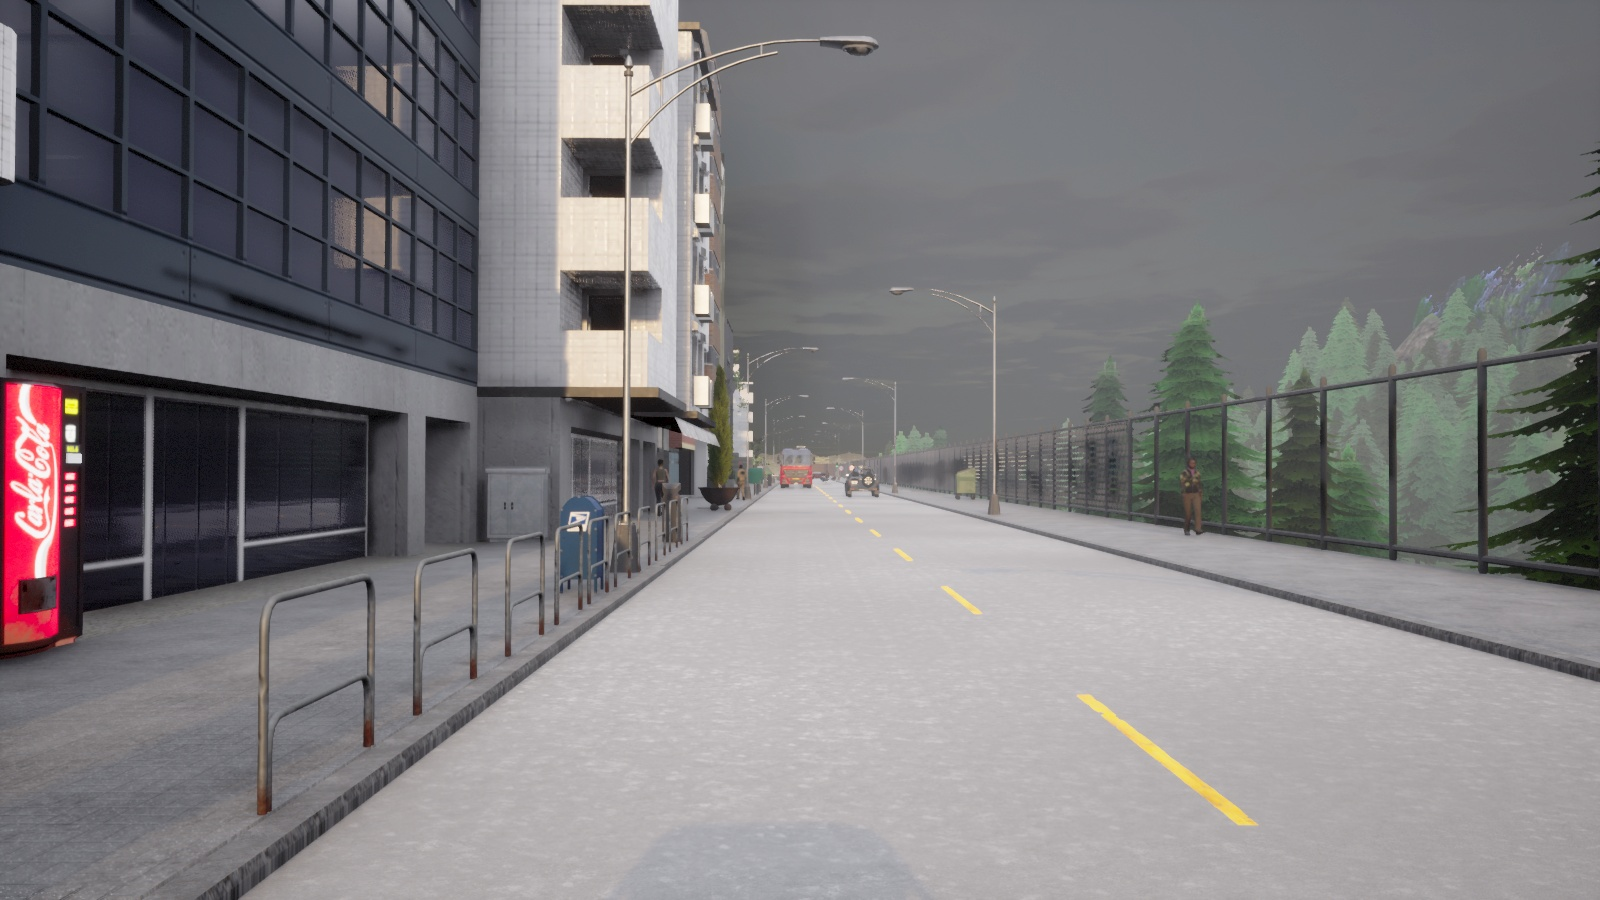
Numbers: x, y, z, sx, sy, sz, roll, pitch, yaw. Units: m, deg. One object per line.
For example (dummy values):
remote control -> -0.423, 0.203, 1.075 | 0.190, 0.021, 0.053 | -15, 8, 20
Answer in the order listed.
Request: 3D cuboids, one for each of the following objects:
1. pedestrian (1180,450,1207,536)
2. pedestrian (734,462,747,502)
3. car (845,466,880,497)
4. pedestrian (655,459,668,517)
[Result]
pedestrian -> 8.890, 0.965, 28.395 | 0.395, 1.930, 0.692 | 0, -1, 1
pedestrian -> -2.925, 1.568, 61.582 | 0.396, 1.930, 0.692 | 0, -1, -23
car -> 3.774, 1.900, 76.659 | 1.932, 1.855, 4.605 | 0, -1, 0
pedestrian -> -4.409, 1.210, 39.901 | 0.345, 1.836, 0.594 | 0, -1, 0
